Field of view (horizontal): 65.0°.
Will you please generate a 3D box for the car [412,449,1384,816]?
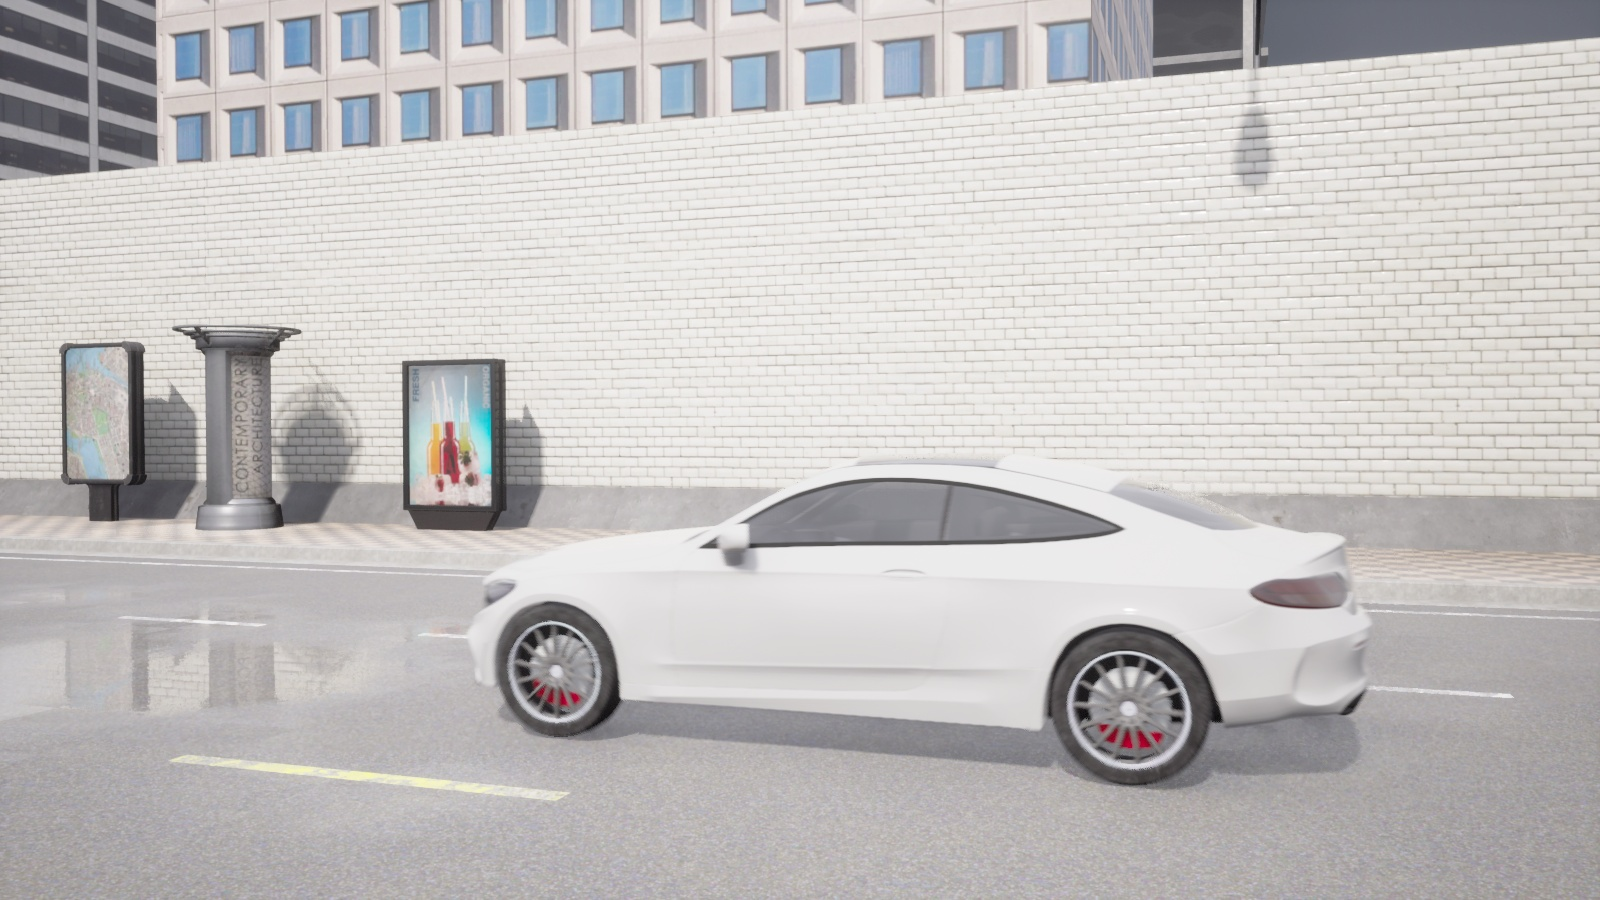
[{"bbox_3d":[0.456,0.746,6.745,4.674,1.442,1.812,1,1,19],"label":"car"}]
